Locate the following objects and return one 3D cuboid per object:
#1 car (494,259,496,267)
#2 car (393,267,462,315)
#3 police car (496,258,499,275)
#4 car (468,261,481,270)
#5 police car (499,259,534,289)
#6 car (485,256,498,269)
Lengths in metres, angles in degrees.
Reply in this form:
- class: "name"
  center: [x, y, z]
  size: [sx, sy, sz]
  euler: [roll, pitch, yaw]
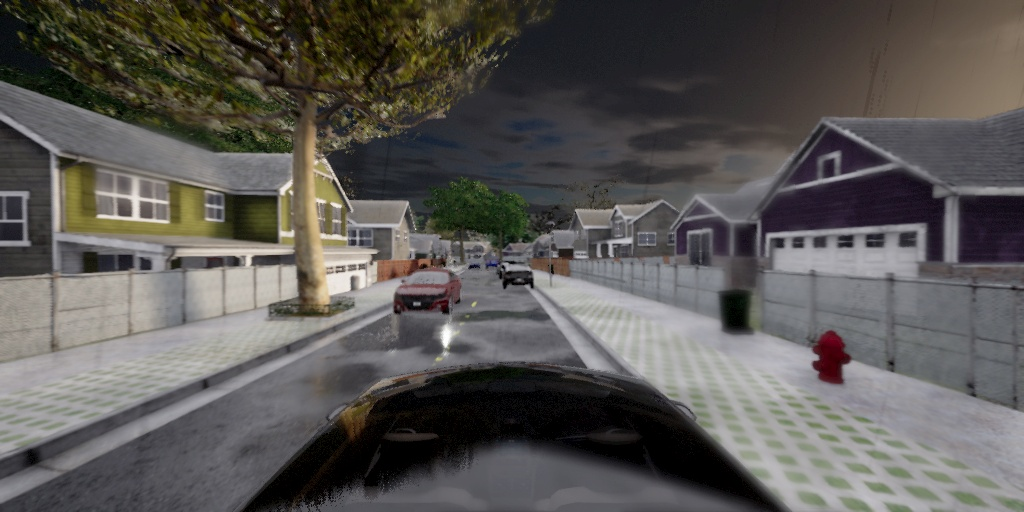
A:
- class: "car"
  center: [-0.701, 1.324, 39.345]
  size: [1.812, 1.442, 4.674]
  euler: [0, 0, -5]
- class: "car"
  center: [-3.044, 1.230, 13.749]
  size: [1.882, 1.535, 5.008]
  euler: [0, 0, -2]
- class: "police car"
  center: [-0.263, 1.204, 33.442]
  size: [1.930, 1.638, 5.238]
  euler: [0, 0, -4]
- class: "car"
  center: [-5.761, 1.474, 55.702]
  size: [1.895, 1.301, 4.718]
  euler: [0, 0, -4]
- class: "police car"
  center: [0.312, 1.182, 23.410]
  size: [1.930, 1.638, 5.238]
  euler: [0, 0, -3]
- class: "car"
  center: [-3.115, 1.095, 58.545]
  size: [2.150, 2.045, 5.566]
  euler: [0, 0, -5]
